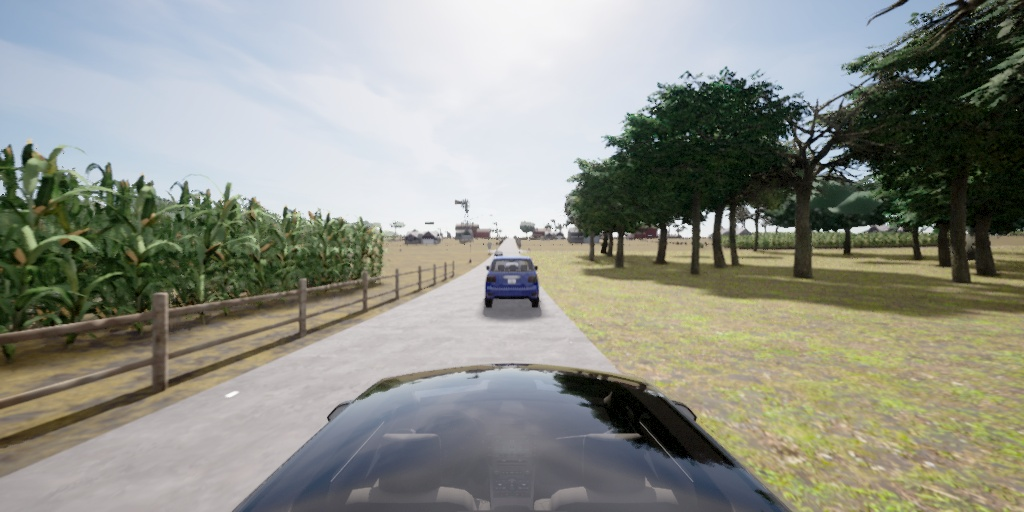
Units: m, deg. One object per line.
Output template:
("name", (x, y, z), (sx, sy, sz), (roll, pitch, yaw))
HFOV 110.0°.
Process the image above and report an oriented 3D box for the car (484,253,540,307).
("car", (0.000, 1.013, 15.851), (2.150, 2.045, 5.566), (0, 0, 0))
